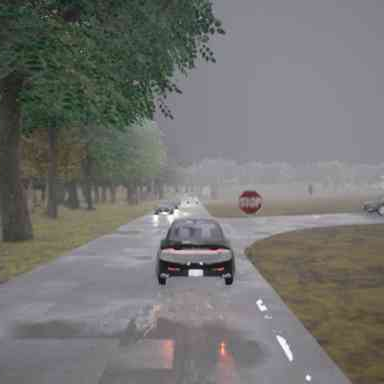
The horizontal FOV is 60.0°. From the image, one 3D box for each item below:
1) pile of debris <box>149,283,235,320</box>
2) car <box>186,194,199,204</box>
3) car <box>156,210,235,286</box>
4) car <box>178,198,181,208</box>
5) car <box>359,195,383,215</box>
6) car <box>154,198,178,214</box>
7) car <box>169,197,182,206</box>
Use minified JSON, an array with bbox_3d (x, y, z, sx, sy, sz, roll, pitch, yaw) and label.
[{"bbox_3d":[0.000,2.182,6.774,1.500,0.140,1.860,0,0,0],"label":"pile of debris"},{"bbox_3d":[0.107,1.350,66.143,2.150,2.045,5.566,0,0,0],"label":"car"},{"bbox_3d":[0.088,1.501,9.460,2.128,1.511,4.902,0,0,0],"label":"car"},{"bbox_3d":[-2.834,1.676,45.515,1.895,1.301,4.718,0,0,0],"label":"car"},{"bbox_3d":[14.211,0.743,23.089,4.892,1.490,1.837,-3,1,1],"label":"car"},{"bbox_3d":[-2.845,1.557,35.435,1.837,1.490,4.892,0,0,0],"label":"car"},{"bbox_3d":[-2.822,1.654,57.152,2.033,1.411,5.357,0,0,0],"label":"car"}]
